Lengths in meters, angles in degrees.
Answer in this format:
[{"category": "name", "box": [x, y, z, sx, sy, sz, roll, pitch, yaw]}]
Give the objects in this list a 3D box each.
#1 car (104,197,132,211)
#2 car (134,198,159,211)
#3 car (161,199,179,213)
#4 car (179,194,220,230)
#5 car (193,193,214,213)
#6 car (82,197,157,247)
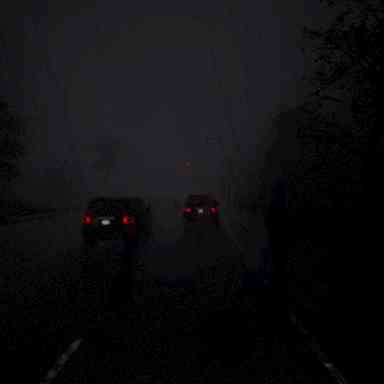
[{"category": "car", "box": [-9.088, 1.464, 41.318, 2.128, 1.511, 4.902, 0, 0, 3]}, {"category": "car", "box": [-5.580, 1.521, 41.344, 2.033, 1.411, 5.357, 0, 0, 3]}, {"category": "car", "box": [-2.216, 1.470, 36.450, 2.128, 1.511, 4.902, 0, 0, 3]}, {"category": "car", "box": [0.588, 1.202, 21.193, 2.150, 2.045, 5.566, 0, -1, 2]}, {"category": "car", "box": [1.352, 1.197, 37.593, 2.150, 2.045, 5.566, 0, 0, 3]}, {"category": "car", "box": [-3.127, 1.211, 15.011, 2.150, 2.045, 5.566, 0, 0, 2]}]
